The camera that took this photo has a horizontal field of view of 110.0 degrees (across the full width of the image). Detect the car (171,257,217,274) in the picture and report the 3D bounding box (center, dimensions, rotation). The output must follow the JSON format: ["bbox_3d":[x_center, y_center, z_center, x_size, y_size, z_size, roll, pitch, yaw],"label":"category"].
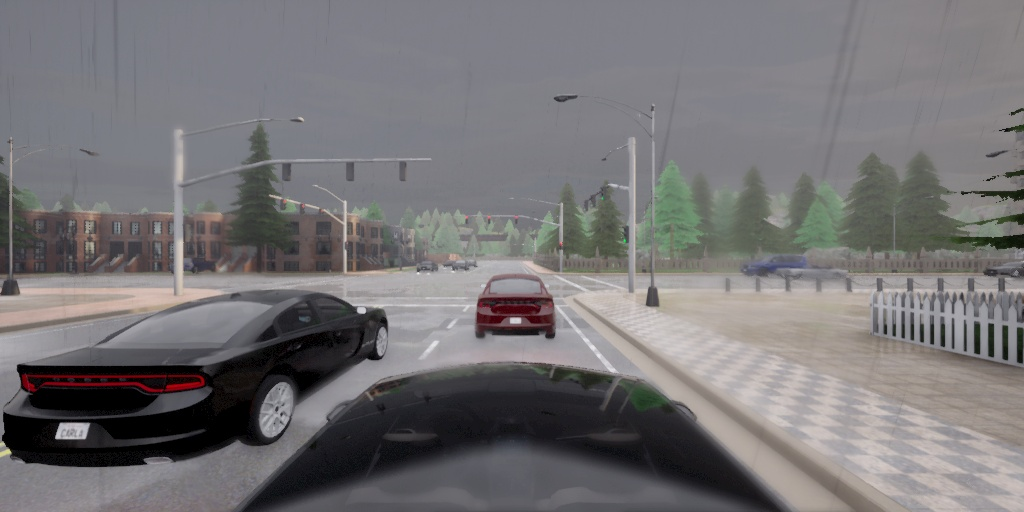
[{"bbox_3d":[-33.652,0.919,38.084,2.097,1.767,4.553,0,0,-12],"label":"car"}]

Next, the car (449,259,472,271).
[{"bbox_3d":[-6.997,1.270,49.449,1.812,1.442,4.674,0,0,0],"label":"car"}]

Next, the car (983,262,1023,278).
[{"bbox_3d":[46.881,1.256,33.198,4.892,1.490,1.837,0,0,0],"label":"car"}]

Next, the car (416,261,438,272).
[{"bbox_3d":[-10.517,1.309,44.835,1.994,1.385,4.181,0,0,0],"label":"car"}]

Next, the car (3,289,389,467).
[{"bbox_3d":[-3.436,1.227,5.299,1.882,1.535,5.008,0,0,1],"label":"car"}]

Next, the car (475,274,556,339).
[{"bbox_3d":[0.090,1.227,10.107,1.882,1.535,5.008,0,0,0],"label":"car"}]

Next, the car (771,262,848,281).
[{"bbox_3d":[24.827,1.347,29.843,4.718,1.301,1.895,0,0,0],"label":"car"}]

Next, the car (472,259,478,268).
[{"bbox_3d":[-6.960,1.270,60.855,1.812,1.442,4.674,0,1,0],"label":"car"}]

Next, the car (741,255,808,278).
[{"bbox_3d":[24.468,0.967,33.344,5.566,2.045,2.150,0,0,0],"label":"car"}]

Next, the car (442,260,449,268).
[{"bbox_3d":[-10.461,1.308,60.728,1.994,1.385,4.181,0,0,1],"label":"car"}]
